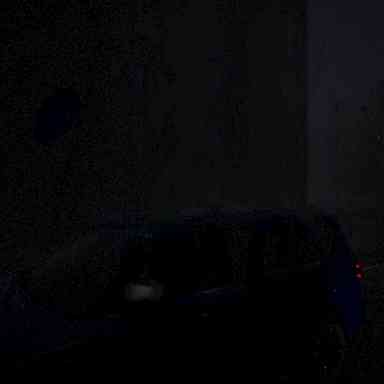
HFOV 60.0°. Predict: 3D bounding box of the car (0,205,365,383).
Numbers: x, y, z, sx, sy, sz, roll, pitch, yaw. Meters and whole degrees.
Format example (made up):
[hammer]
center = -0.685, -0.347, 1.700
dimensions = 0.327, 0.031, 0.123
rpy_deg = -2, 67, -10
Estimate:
[car]
center = -0.316, 1.221, 3.721
dimensions = 5.566, 2.045, 2.150
rpy_deg = 0, 0, -35
